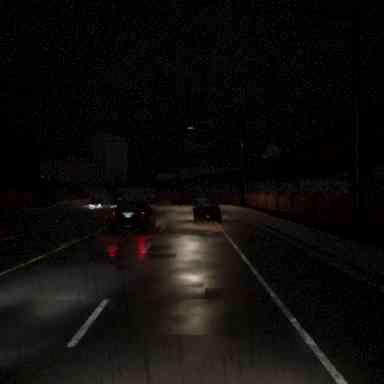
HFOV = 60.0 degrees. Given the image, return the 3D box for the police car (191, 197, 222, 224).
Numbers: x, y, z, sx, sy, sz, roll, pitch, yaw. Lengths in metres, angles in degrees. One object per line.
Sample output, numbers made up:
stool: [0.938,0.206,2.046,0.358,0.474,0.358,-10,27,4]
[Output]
police car: [1.046,1.355,24.146,1.930,1.638,5.238,0,0,0]

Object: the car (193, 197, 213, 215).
car: [1.044,1.355,34.229,1.801,1.575,5.366,0,0,0]

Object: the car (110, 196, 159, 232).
car: [-3.403,1.293,19.830,2.097,1.767,4.553,0,0,0]

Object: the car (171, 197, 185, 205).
car: [-2.693,1.638,60.585,1.895,1.301,4.718,0,-1,-13]

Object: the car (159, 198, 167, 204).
car: [-7.191,2.073,75.620,1.895,1.301,4.718,0,-2,-21]

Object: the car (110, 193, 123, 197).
car: [-12.725,1.181,56.705,2.150,2.045,5.566,0,-1,-11]

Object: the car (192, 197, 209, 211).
car: [0.974,1.393,40.263,1.837,1.490,4.892,0,0,-2]

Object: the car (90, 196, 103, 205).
car: [-16.453,1.466,57.461,2.128,1.511,4.902,0,-1,-12]
